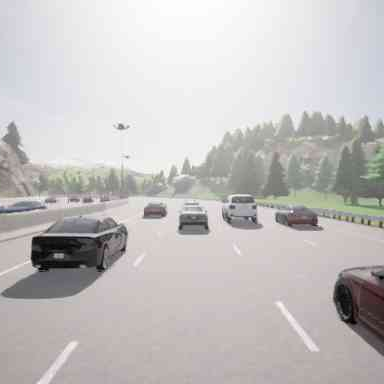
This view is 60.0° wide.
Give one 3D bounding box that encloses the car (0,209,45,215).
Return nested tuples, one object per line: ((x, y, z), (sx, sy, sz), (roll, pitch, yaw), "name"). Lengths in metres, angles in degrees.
((-14.126, 1.479, 28.108), (1.882, 1.535, 5.008), (0, 0, 0), "car")

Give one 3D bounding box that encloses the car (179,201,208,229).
((0.097, 1.549, 21.778), (2.033, 1.411, 5.357), (0, 0, 0), "car")

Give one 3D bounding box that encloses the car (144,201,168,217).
((-3.435, 1.566, 31.820), (1.994, 1.385, 4.181), (0, 0, -1), "car")

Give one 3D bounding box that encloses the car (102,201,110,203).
((-17.650, 1.552, 68.598), (1.994, 1.385, 4.181), (0, 0, -10), "car")

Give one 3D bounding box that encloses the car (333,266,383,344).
((3.600, 1.565, 4.493), (1.994, 1.385, 4.181), (0, 0, 0), "car")

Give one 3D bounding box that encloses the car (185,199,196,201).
((-0.186, 1.551, 40.964), (2.033, 1.411, 5.357), (0, 0, -3), "car")

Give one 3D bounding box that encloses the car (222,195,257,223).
((3.597, 1.224, 25.776), (2.150, 2.045, 5.566), (0, 0, 0), "car")

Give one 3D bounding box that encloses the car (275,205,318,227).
((7.097, 1.566, 23.013), (1.994, 1.385, 4.181), (0, 0, 0), "car")

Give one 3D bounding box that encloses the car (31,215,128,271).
((-3.401, 1.478, 10.976), (1.882, 1.535, 5.008), (0, 0, 0), "car")
